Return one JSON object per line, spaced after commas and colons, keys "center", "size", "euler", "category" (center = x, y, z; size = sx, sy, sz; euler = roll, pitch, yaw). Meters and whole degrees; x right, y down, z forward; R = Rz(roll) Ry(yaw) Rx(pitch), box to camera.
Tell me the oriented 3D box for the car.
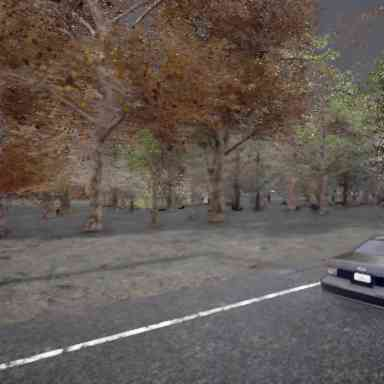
{"center": [5.061, 1.573, 7.350], "size": [5.357, 1.411, 2.033], "euler": [0, 0, -35], "category": "car"}
